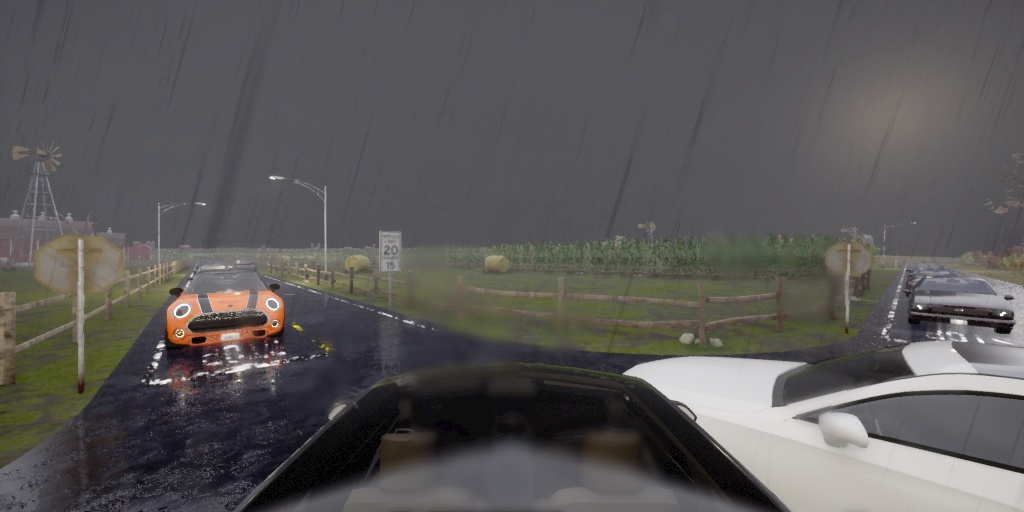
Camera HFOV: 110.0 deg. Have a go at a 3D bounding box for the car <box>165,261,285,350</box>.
[{"bbox_3d":[-7.454,1.136,9.422,2.097,1.767,4.553,0,0,-39],"label":"car"}]

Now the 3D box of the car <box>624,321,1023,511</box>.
[{"bbox_3d":[2.863,1.293,2.197,1.812,1.442,4.674,0,1,-43],"label":"car"}]

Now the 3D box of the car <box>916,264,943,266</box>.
[{"bbox_3d":[28.722,1.303,24.725,4.902,1.511,2.128,0,1,-42],"label":"car"}]

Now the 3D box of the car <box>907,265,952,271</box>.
[{"bbox_3d":[21.073,1.360,17.829,4.181,1.385,1.994,0,1,-43],"label":"car"}]

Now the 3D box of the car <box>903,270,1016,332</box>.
[{"bbox_3d":[13.656,1.333,11.131,5.357,1.411,2.033,0,1,-42],"label":"car"}]
